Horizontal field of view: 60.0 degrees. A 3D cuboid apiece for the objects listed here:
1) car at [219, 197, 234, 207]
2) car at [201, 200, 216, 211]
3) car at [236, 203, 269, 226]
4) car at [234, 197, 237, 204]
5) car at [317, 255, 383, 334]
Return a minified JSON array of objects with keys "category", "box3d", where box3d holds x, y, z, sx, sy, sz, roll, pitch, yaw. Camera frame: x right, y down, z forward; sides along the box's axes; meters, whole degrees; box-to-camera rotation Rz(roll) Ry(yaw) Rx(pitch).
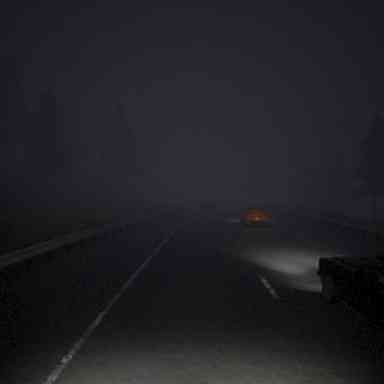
[{"category":"car","box3d":[6.534,1.959,65.566,2.097,1.767,4.553,0,-1,12]},{"category":"car","box3d":[2.503,1.929,49.256,1.882,1.535,5.008,0,-1,8]},{"category":"car","box3d":[4.695,1.716,25.526,1.882,1.535,5.008,0,-1,4]},{"category":"car","box3d":[9.738,1.944,80.173,2.097,1.767,4.553,0,-1,13]},{"category":"car","box3d":[3.690,1.655,5.345,1.895,1.301,4.718,0,-1,1]}]
